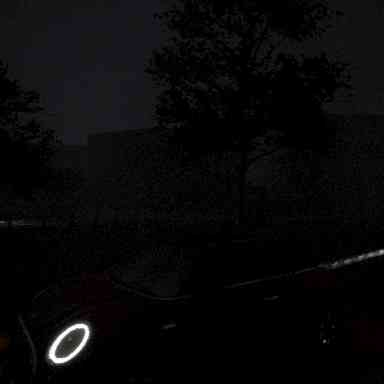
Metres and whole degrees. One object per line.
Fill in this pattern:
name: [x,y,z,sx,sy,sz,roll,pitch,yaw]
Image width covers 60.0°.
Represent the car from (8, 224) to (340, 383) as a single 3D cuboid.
car: [0.007,1.394,4.718,4.553,1.767,2.097,1,-1,-34]
